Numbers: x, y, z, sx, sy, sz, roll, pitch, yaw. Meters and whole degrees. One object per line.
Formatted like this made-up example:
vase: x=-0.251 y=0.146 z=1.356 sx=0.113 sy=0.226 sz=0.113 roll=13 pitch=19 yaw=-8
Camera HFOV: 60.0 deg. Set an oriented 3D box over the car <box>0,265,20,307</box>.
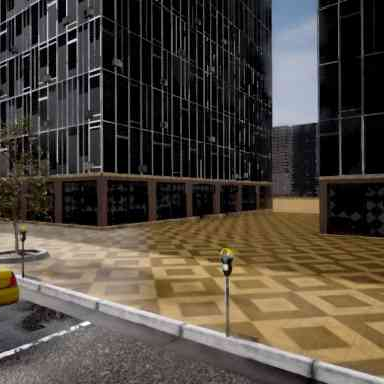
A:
car: x=-5.334 y=1.528 z=6.663 sx=4.829 sy=1.417 sz=1.752 roll=0 pitch=0 yaw=35
